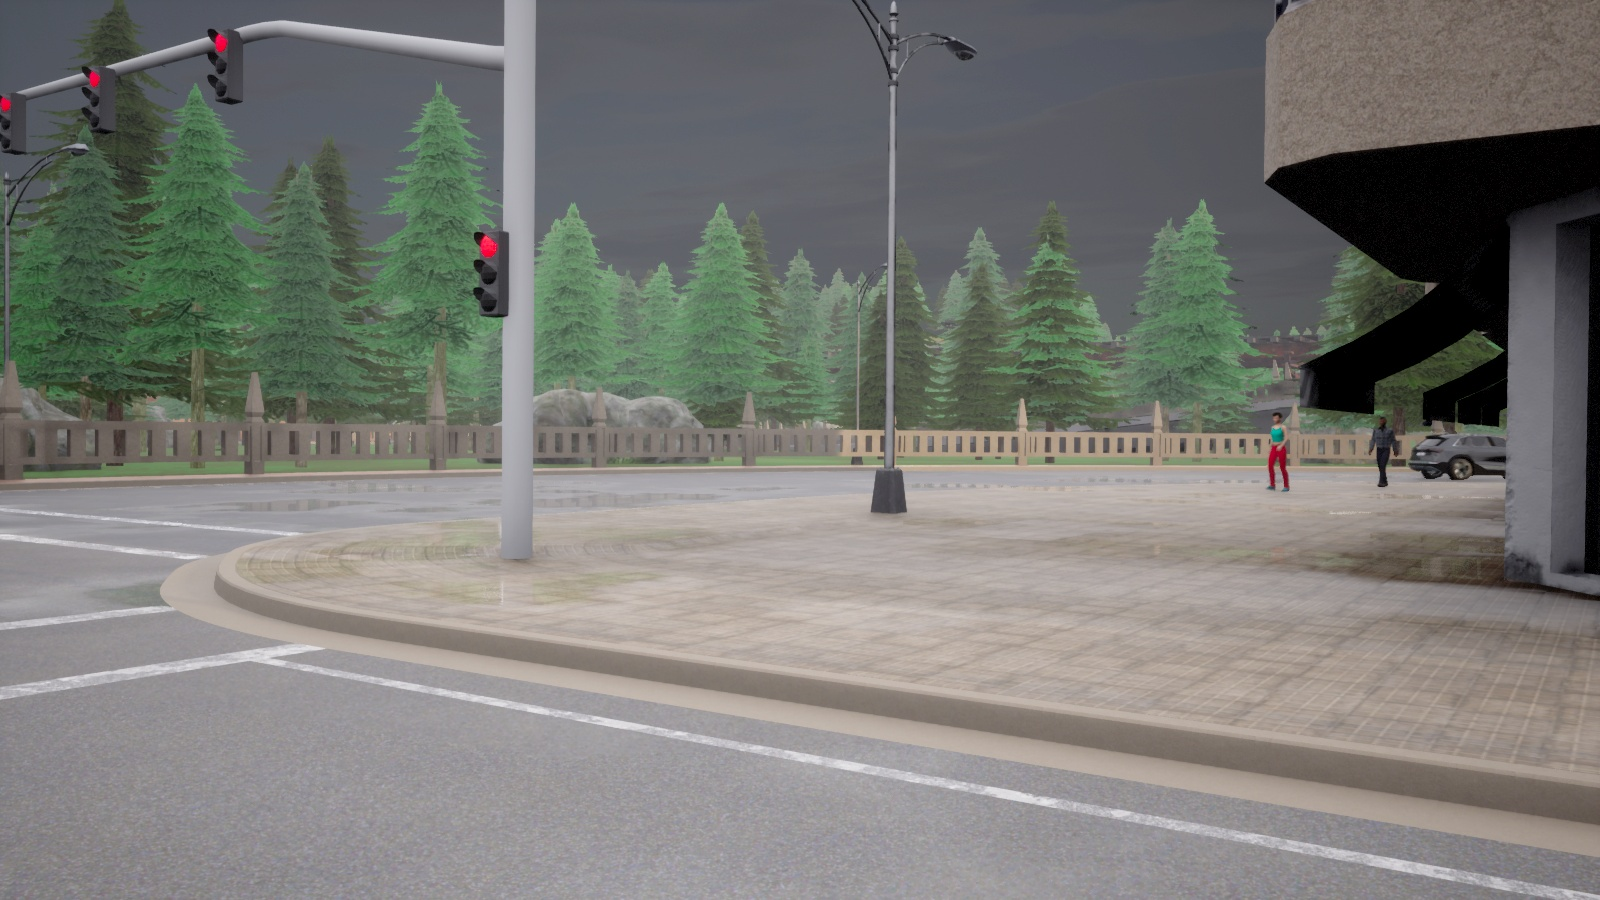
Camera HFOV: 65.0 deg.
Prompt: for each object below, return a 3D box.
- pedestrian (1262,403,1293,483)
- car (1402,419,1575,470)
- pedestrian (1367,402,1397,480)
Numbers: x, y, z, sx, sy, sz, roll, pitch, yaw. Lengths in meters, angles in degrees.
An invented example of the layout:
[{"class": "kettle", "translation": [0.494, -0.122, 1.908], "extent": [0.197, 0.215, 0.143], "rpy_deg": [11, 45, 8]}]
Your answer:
[{"class": "pedestrian", "translation": [10.998, -0.165, 28.934], "extent": [0.594, 1.836, 0.345], "rpy_deg": [-1, 1, -28]}, {"class": "car", "translation": [23.618, -0.197, 43.174], "extent": [4.856, 1.649, 2.033], "rpy_deg": [-1, 1, -3]}, {"class": "pedestrian", "translation": [14.753, -0.240, 31.817], "extent": [0.788, 1.949, 0.423], "rpy_deg": [-1, 1, -44]}]
